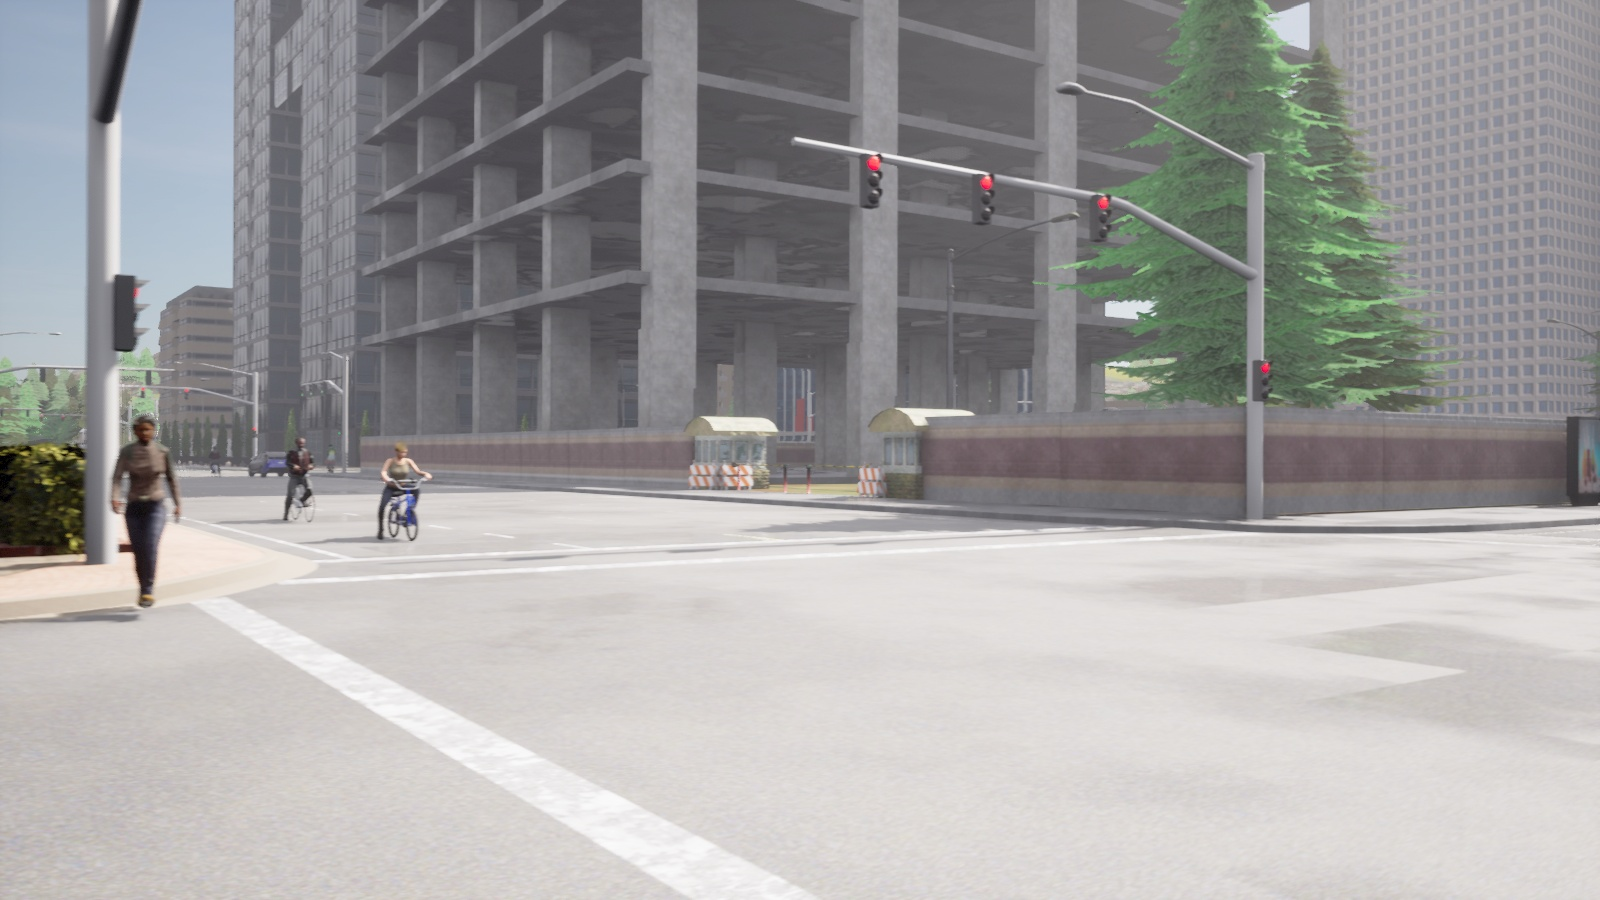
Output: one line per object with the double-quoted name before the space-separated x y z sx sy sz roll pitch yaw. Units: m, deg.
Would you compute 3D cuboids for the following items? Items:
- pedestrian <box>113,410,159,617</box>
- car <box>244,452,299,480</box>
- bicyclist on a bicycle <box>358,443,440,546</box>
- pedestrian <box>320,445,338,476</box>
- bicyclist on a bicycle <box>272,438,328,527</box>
"pedestrian" -6.034 0.557 11.428 0.328 1.805 0.869 0 0 -25
"car" -30.732 0.909 72.949 2.007 1.525 4.514 0 0 -35
"bicyclist on a bicycle" -6.598 0.701 20.638 0.866 1.612 1.509 0 0 -35
"pedestrian" -29.504 0.636 78.720 0.873 1.952 0.659 0 0 35
"bicyclist on a bicycle" -10.339 0.656 25.920 0.659 1.776 1.843 0 0 -35
